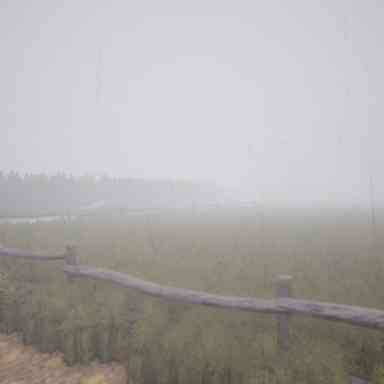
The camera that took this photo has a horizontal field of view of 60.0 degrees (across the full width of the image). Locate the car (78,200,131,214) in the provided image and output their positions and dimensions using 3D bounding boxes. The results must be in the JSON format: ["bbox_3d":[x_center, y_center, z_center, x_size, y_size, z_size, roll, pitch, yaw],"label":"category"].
[{"bbox_3d":[-7.586,1.452,29.265,1.882,1.535,5.008,0,-1,36],"label":"car"}]

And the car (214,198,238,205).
[{"bbox_3d":[4.855,1.574,46.404,2.128,1.511,4.902,0,0,36],"label":"car"}]
